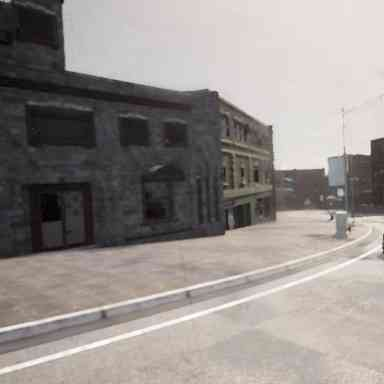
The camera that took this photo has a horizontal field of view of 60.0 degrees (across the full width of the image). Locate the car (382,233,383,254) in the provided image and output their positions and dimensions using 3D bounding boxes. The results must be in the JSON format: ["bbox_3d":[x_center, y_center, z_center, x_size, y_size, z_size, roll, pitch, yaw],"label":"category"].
[{"bbox_3d":[9.125,1.670,13.600,1.882,1.535,5.008,-1,-2,37],"label":"car"}]
